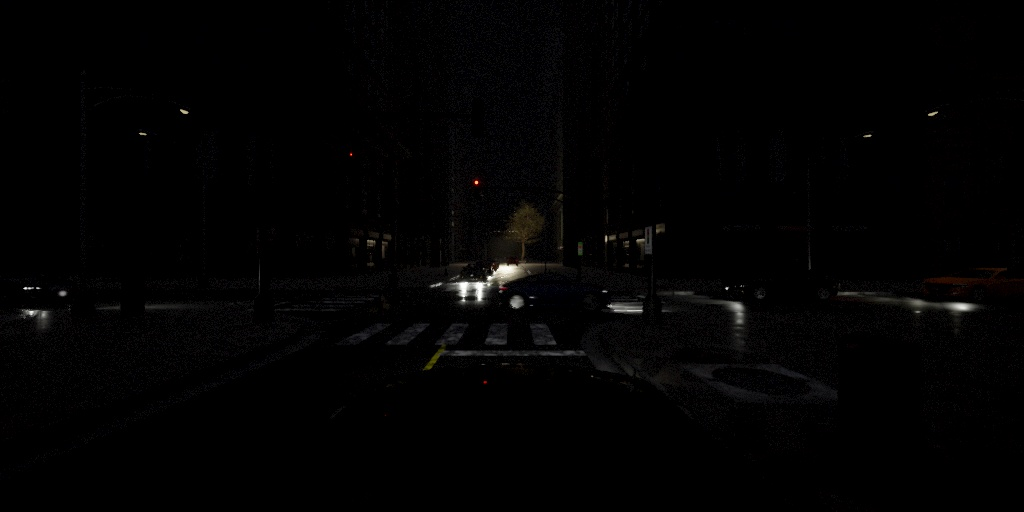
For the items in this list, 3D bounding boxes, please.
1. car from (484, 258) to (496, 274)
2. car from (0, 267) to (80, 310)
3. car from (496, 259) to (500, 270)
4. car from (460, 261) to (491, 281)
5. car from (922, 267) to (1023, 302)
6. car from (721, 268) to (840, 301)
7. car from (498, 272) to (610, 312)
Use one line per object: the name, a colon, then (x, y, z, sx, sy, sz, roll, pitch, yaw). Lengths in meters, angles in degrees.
car: (-3.089, 1.231, 38.634, 1.882, 1.535, 5.008, 0, 0, 0)
car: (-19.724, 1.177, 13.793, 4.902, 1.511, 2.128, 0, 0, 0)
car: (-3.075, 1.115, 48.280, 2.097, 1.767, 4.553, 0, 0, 0)
car: (-3.092, 1.314, 29.564, 1.994, 1.385, 4.181, 0, 0, 0)
car: (22.545, 1.299, 16.960, 5.008, 1.535, 1.882, 0, 0, 0)
car: (12.590, 1.297, 16.969, 4.892, 1.490, 1.837, 0, 0, 0)
car: (1.565, 1.316, 13.775, 4.181, 1.385, 1.994, 0, 0, 0)
